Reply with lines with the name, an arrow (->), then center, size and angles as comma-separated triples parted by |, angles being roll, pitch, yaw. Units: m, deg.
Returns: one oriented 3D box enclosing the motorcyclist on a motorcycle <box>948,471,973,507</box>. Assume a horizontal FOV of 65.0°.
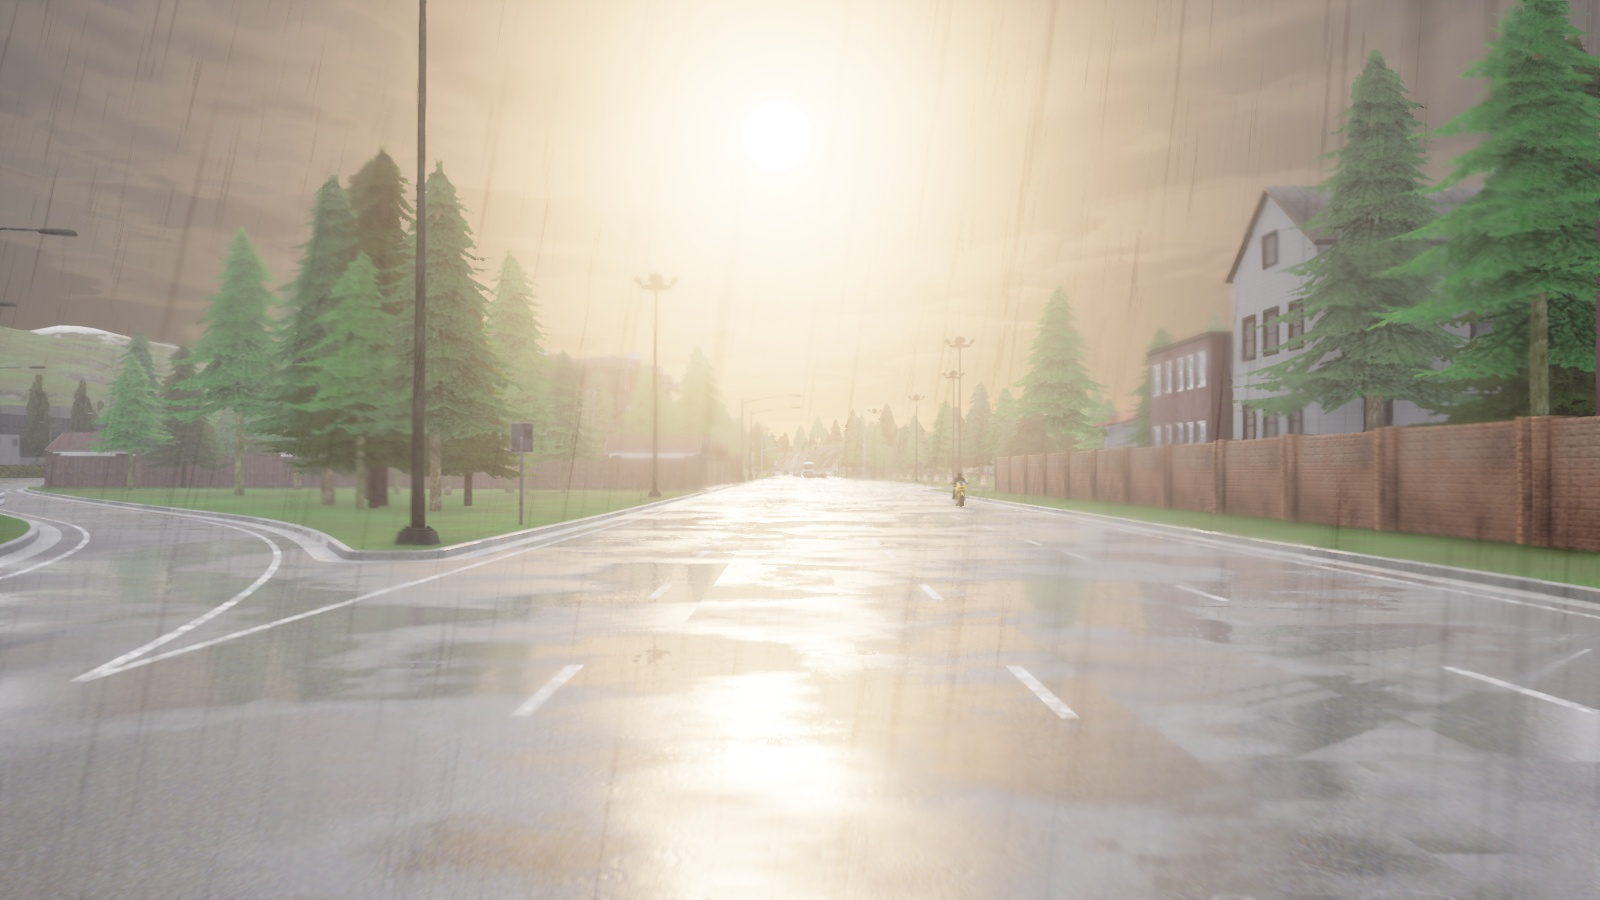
motorcyclist on a motorcycle -> 7.027, 1.690, 55.048 | 0.797, 1.523, 2.044 | 0, -1, 0
